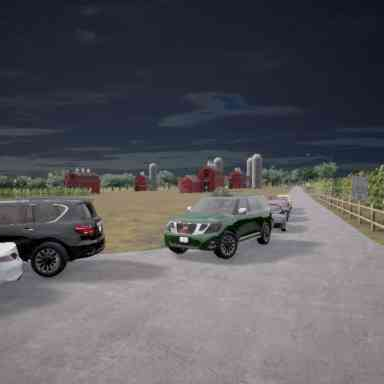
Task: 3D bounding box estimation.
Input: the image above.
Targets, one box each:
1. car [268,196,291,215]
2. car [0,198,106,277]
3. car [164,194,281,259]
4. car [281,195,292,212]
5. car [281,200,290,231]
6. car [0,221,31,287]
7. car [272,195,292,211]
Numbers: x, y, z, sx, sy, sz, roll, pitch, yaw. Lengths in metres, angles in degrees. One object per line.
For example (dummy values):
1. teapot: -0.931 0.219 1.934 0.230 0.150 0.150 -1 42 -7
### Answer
1. car: 8.144 1.203 30.803 1.837 1.490 4.892 0 0 17
2. car: -5.379 1.229 9.608 5.566 2.045 2.150 -1 1 -4
3. car: 1.279 1.110 12.690 2.150 2.045 5.566 0 0 34
4. car: 6.230 1.239 24.755 1.882 1.535 5.008 0 0 18
5. car: 4.387 1.383 19.019 1.994 1.385 4.181 0 0 17
6. car: -5.980 1.613 6.569 4.674 1.442 1.812 -2 1 -34
7. car: 9.950 1.116 36.509 1.882 1.535 5.008 0 0 18
